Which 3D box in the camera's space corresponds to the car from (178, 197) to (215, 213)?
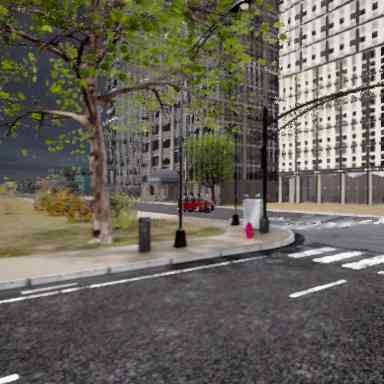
[{"bbox_3d":[0.423,1.310,35.042,1.882,1.535,5.008,1,0,-34],"label":"car"}]
